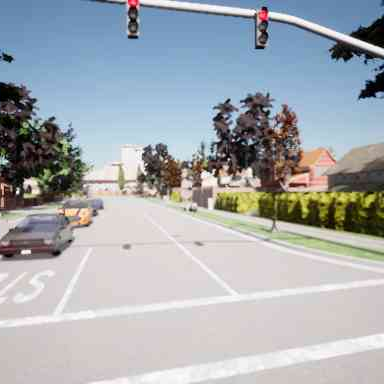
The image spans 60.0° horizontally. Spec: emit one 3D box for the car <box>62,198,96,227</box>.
[{"bbox_3d":[-7.997,1.380,22.787,2.097,1.767,4.553,-1,0,-12],"label":"car"}]

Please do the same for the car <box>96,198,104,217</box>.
[{"bbox_3d":[-9.955,1.519,31.827,2.128,1.511,4.902,-1,0,-12],"label":"car"}]

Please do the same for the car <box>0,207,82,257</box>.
[{"bbox_3d":[-5.974,1.575,13.477,2.033,1.411,5.357,-1,0,-12],"label":"car"}]
